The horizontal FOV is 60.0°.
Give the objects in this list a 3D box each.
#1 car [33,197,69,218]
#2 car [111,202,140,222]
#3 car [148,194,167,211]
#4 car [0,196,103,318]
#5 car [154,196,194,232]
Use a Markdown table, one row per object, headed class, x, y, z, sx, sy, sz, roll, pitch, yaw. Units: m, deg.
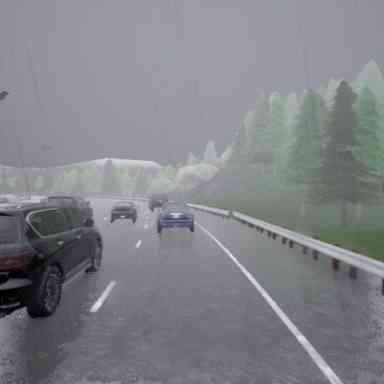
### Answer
| class | x | y | z | sx | sy | sz | roll | pitch | yaw |
| --- | --- | --- | --- | --- | --- | --- | --- | --- | --- |
| car | -13.042 | 1.378 | 31.090 | 2.097 | 1.767 | 4.553 | 0 | 0 | -9 |
| car | -5.249 | 1.516 | 26.131 | 1.837 | 1.490 | 4.892 | 0 | 0 | -7 |
| car | -4.123 | 1.231 | 40.903 | 2.150 | 2.045 | 5.566 | 0 | 0 | -11 |
| car | -3.636 | 1.229 | 7.513 | 2.150 | 2.045 | 5.566 | 0 | 0 | -2 |
| car | -1.082 | 1.355 | 20.414 | 2.097 | 1.767 | 4.553 | 0 | 0 | -6 |
